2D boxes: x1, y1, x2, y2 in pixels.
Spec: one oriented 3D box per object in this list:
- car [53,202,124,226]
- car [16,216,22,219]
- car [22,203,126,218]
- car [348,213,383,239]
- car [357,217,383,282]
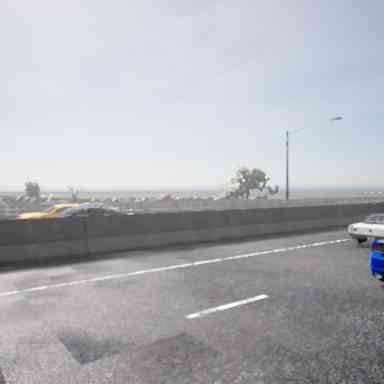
[{"bbox_3d":[-7.538,1.531,24.428,4.674,1.442,1.812,0,0,-36],"label":"car"},{"bbox_3d":[-7.761,1.486,19.963,5.008,1.535,1.882,0,0,-36],"label":"car"},{"bbox_3d":[-5.738,1.510,17.106,4.892,1.490,1.837,0,0,-36],"label":"car"},{"bbox_3d":[8.887,1.571,14.424,4.718,1.301,1.895,0,0,-36],"label":"car"},{"bbox_3d":[6.468,1.457,8.383,5.008,1.535,1.882,0,0,-36],"label":"car"}]
